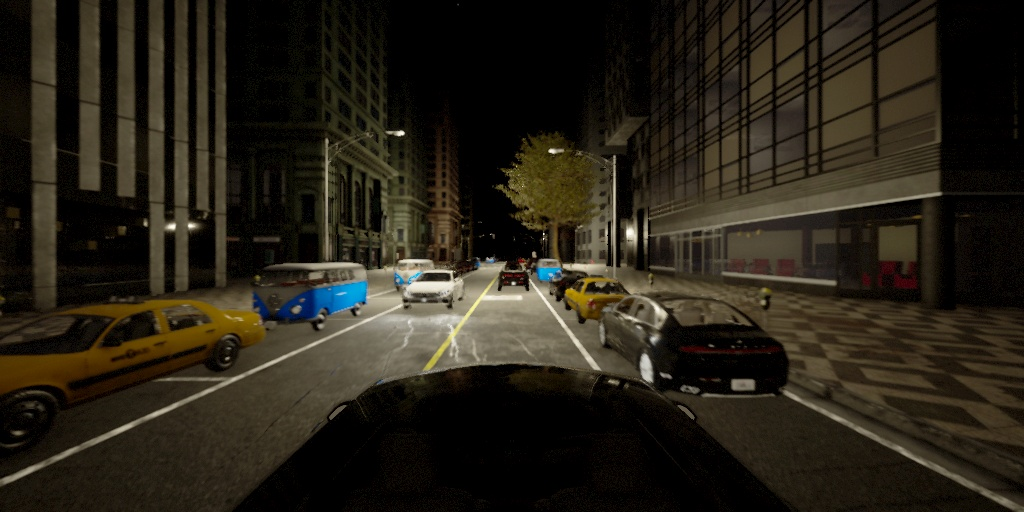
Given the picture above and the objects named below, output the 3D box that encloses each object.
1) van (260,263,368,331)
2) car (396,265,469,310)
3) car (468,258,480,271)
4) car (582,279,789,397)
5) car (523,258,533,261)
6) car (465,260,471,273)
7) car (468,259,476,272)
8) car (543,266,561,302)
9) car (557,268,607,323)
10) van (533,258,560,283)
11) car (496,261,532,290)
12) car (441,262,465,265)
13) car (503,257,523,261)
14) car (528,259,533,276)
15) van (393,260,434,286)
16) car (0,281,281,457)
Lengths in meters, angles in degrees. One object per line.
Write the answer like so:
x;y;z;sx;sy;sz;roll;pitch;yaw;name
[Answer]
-5.762;1.099;10.656;1.690;1.789;3.998;0;0;0;van
-3.084;1.288;14.932;1.812;1.442;4.674;0;0;0;car
-5.759;1.371;48.549;1.948;1.339;4.313;0;0;0;car
2.763;1.305;6.468;2.007;1.370;4.403;0;0;0;car
2.766;1.112;43.490;2.192;1.841;5.009;0;0;0;car
-5.760;1.371;37.722;1.802;1.307;4.207;0;0;0;car
-5.759;1.342;43.136;1.888;1.381;4.507;0;0;0;car
2.764;1.330;17.046;1.948;1.339;4.313;0;0;0;car
2.763;1.285;11.927;1.751;1.417;4.829;0;0;0;car
2.765;1.117;27.624;1.690;1.789;3.998;0;0;0;van
0.093;1.277;22.601;1.837;1.490;4.892;0;0;0;car
-5.760;1.332;32.309;2.007;1.370;4.403;0;0;0;car
0.104;1.278;45.817;1.882;1.535;5.008;0;0;0;car
2.765;1.340;38.201;2.007;1.370;4.403;0;0;0;car
-5.761;1.110;21.483;1.690;1.789;3.998;0;0;0;van
-5.762;1.278;5.074;1.751;1.417;4.829;0;0;0;car
